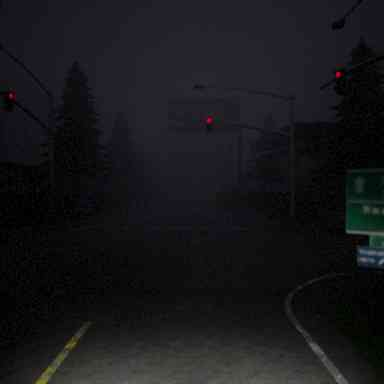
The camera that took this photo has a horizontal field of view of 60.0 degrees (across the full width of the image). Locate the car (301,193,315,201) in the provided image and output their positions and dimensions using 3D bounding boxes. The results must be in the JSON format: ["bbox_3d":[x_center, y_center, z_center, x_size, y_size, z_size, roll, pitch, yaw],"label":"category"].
[{"bbox_3d":[22.487,1.014,65.049,1.970,1.475,3.806,0,0,0],"label":"car"}]

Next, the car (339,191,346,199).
[{"bbox_3d":[34.889,0.886,72.843,2.007,1.523,4.514,0,0,0],"label":"car"}]
